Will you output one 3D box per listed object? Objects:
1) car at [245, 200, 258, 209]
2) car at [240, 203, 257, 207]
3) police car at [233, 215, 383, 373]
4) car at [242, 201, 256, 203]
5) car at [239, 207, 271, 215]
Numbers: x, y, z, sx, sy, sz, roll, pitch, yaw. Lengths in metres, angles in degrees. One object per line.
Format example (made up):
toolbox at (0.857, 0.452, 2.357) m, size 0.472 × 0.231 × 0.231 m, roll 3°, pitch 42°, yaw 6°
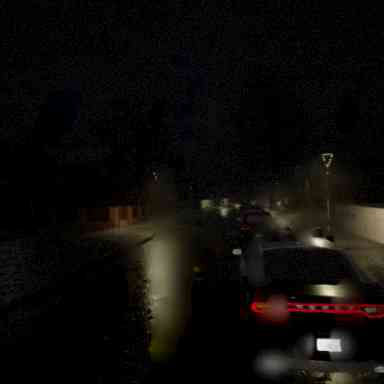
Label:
car at (10.451, 2.155, 58.328) m, size 1.895 × 1.301 × 4.718 m, roll -1°, pitch -1°, yaw 13°
car at (4.062, 1.723, 21.806) m, size 1.812 × 1.442 × 4.674 m, roll -1°, pitch -1°, yaw 9°
police car at (1.799, 1.469, 6.150) m, size 1.930 × 1.638 × 5.238 m, roll -1°, pitch -1°, yaw 7°
car at (7.273, 1.911, 43.651) m, size 2.128 × 1.511 × 4.902 m, roll -1°, pitch -1°, yaw 13°
car at (3.150, 1.666, 15.902) m, size 1.812 × 1.442 × 4.674 m, roll -1°, pitch -1°, yaw 8°
